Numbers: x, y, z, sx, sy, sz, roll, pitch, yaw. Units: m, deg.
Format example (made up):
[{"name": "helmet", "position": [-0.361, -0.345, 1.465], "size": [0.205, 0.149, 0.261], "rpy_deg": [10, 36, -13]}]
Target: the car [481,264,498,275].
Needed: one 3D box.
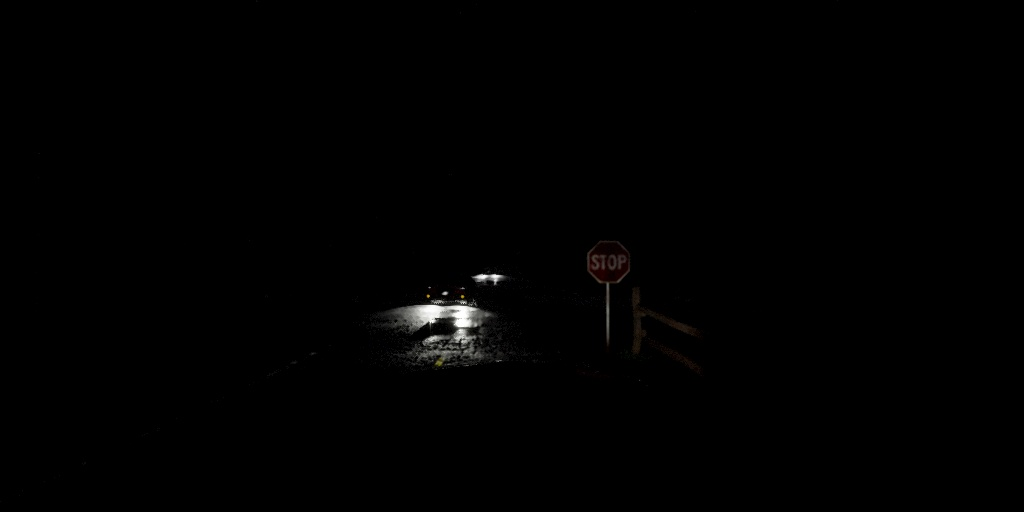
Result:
[{"name": "car", "position": [-2.784, 1.603, 44.697], "size": [1.895, 1.301, 4.718], "rpy_deg": [0, 0, 0]}]

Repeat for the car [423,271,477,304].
[{"name": "car", "position": [-2.751, 1.390, 16.822], "size": [1.994, 1.385, 4.181], "rpy_deg": [1, -1, 0]}]
